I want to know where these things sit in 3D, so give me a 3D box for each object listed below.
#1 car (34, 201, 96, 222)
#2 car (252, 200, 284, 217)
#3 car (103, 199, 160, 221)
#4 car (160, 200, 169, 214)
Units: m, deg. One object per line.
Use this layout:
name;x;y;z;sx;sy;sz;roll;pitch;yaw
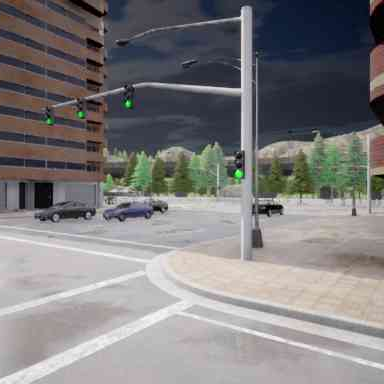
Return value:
car;-9.918;1.505;26.322;1.837;1.490;4.892;0;0;36
car;7.151;1.478;31.720;1.882;1.535;5.008;0;0;36
car;-5.059;1.526;27.060;1.812;1.442;4.674;0;0;36
car;-4.431;1.492;33.860;2.128;1.511;4.902;0;0;36
